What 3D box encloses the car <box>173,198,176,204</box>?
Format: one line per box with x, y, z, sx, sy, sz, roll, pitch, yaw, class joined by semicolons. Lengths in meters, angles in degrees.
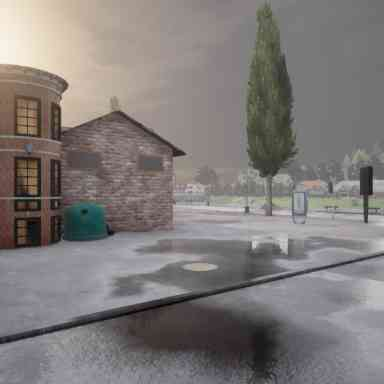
-4.630;1.526;60.375;1.812;1.442;4.674;0;0;-36;car
